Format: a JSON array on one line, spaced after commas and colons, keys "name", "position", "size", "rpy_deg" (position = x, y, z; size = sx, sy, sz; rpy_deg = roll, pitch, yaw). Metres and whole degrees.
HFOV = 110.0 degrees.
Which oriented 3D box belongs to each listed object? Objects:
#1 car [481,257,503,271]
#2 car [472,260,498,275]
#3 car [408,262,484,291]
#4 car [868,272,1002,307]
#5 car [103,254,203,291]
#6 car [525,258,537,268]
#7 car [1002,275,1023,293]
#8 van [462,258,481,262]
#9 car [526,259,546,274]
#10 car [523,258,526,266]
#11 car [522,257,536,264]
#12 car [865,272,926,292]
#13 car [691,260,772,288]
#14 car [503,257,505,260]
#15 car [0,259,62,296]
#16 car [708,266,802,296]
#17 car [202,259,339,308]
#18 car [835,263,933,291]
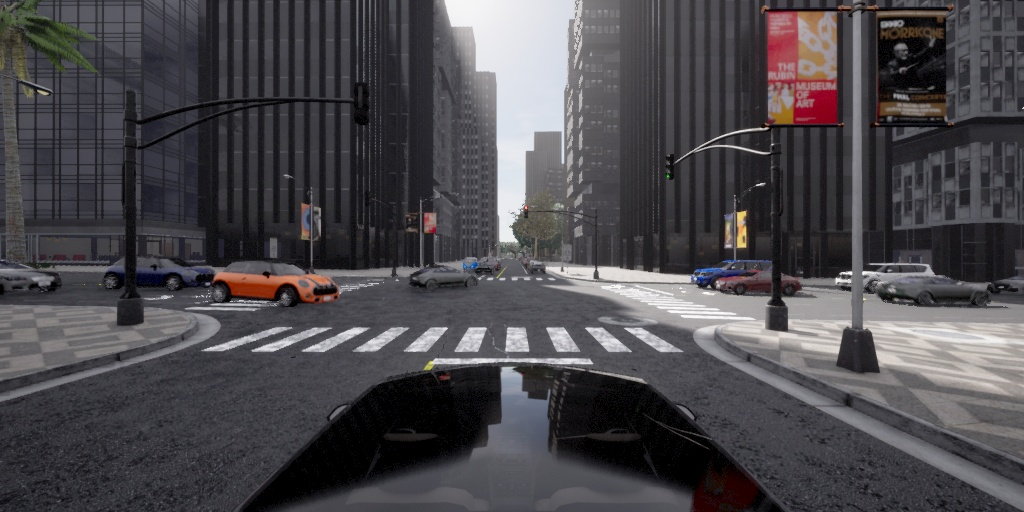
[{"name": "car", "position": [-2.789, 1.113, 49.269], "size": [2.097, 1.767, 4.553], "rpy_deg": [0, 0, 1]}, {"name": "car", "position": [-2.896, 1.358, 38.986], "size": [1.895, 1.301, 4.718], "rpy_deg": [0, 0, 1]}, {"name": "car", "position": [-4.153, 1.284, 21.920], "size": [4.181, 1.385, 1.994], "rpy_deg": [1, 1, -42]}, {"name": "car", "position": [21.328, 1.733, 18.226], "size": [4.181, 1.385, 1.994], "rpy_deg": [1, 0, 0]}, {"name": "car", "position": [-17.803, 0.810, 18.384], "size": [4.553, 1.767, 2.097], "rpy_deg": [1, 0, 0]}, {"name": "car", "position": [3.044, 1.285, 47.453], "size": [1.751, 1.417, 4.829], "rpy_deg": [0, 0, 1]}, {"name": "car", "position": [35.928, 2.022, 24.853], "size": [4.181, 1.385, 1.994], "rpy_deg": [1, 0, 0]}, {"name": "van", "position": [-5.482, 1.101, 47.366], "size": [1.690, 1.789, 3.998], "rpy_deg": [0, 0, 1]}, {"name": "car", "position": [2.988, 1.309, 41.771], "size": [2.007, 1.370, 4.403], "rpy_deg": [0, 0, 1]}, {"name": "car", "position": [3.097, 1.313, 52.796], "size": [2.007, 1.370, 4.403], "rpy_deg": [0, 0, 1]}, {"name": "car", "position": [3.152, 1.079, 58.309], "size": [2.192, 1.841, 5.009], "rpy_deg": [0, 0, 1]}, {"name": "car", "position": [24.824, 1.842, 21.660], "size": [4.718, 1.301, 1.895], "rpy_deg": [1, 0, 0]}, {"name": "car", "position": [15.530, 1.294, 24.943], "size": [5.566, 2.045, 2.150], "rpy_deg": [1, 0, 0]}, {"name": "car", "position": [-2.682, 1.270, 59.519], "size": [1.837, 1.490, 4.892], "rpy_deg": [0, 0, 1]}, {"name": "car", "position": [-22.178, 0.866, 15.151], "size": [4.902, 1.511, 2.128], "rpy_deg": [1, 0, 0]}, {"name": "car", "position": [14.844, 1.579, 21.701], "size": [4.674, 1.442, 1.812], "rpy_deg": [1, 0, 0]}, {"name": "car", "position": [-9.276, 0.977, 14.253], "size": [4.553, 1.767, 2.097], "rpy_deg": [2, -1, 12]}, {"name": "car", "position": [25.887, 1.488, 24.904], "size": [5.566, 2.045, 2.150], "rpy_deg": [1, 0, 0]}]
